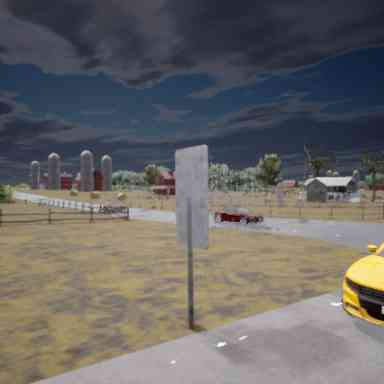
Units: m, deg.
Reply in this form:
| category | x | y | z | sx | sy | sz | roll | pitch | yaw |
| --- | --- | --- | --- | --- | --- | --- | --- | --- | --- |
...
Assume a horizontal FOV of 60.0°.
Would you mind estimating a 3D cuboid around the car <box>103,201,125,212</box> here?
| category | x | y | z | sx | sy | sz | roll | pitch | yaw |
| --- | --- | --- | --- | --- | --- | --- | --- | --- | --- |
| car | -11.782 | 2.146 | 50.686 | 2.097 | 1.767 | 4.553 | -1 | 1 | -35 |

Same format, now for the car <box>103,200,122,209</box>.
| category | x | y | z | sx | sy | sz | roll | pitch | yaw |
| --- | --- | --- | --- | --- | --- | --- | --- | --- | --- |
| car | -14.601 | 2.266 | 60.905 | 1.895 | 1.301 | 4.718 | -1 | 1 | -36 |

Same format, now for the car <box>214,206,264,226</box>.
| category | x | y | z | sx | sy | sz | roll | pitch | yaw |
| --- | --- | --- | --- | --- | --- | --- | --- | --- | --- |
| car | 3.958 | 1.954 | 28.639 | 1.882 | 1.535 | 5.008 | -1 | 0 | -36 |

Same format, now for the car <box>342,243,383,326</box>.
| category | x | y | z | sx | sy | sz | roll | pitch | yaw |
| --- | --- | --- | --- | --- | --- | --- | --- | --- | --- |
| car | 4.797 | 1.492 | 6.528 | 5.008 | 1.535 | 1.882 | 0 | 1 | -41 |
